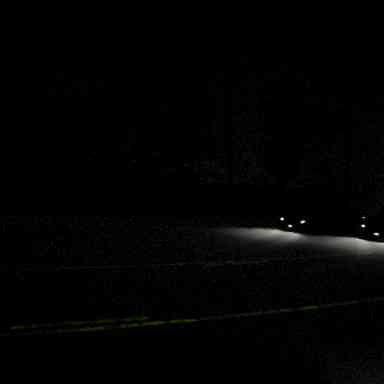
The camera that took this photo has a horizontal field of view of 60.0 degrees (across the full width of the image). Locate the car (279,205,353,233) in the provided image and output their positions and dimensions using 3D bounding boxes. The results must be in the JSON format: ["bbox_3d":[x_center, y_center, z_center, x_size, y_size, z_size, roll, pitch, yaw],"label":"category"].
[{"bbox_3d":[7.380,1.422,18.475,5.357,1.411,2.033,1,1,-30],"label":"car"}]

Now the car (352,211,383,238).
[{"bbox_3d":[10.550,1.554,16.336,5.357,1.411,2.033,1,1,-32],"label":"car"}]
